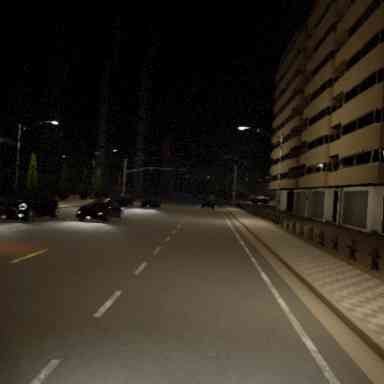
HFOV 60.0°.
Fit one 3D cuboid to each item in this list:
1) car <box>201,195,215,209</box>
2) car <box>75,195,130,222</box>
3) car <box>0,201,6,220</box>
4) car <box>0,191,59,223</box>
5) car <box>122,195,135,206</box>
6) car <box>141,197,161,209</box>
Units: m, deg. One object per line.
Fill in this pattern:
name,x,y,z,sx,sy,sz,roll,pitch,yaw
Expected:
car,2.380,1.668,49.922,2.128,1.511,4.902,4,0,2
car,-6.078,1.168,22.675,2.033,1.411,5.357,4,0,3
car,-6.843,1.042,7.671,1.882,1.535,5.008,4,0,3
car,-9.716,0.737,19.668,2.097,1.767,4.553,4,0,3
car,-8.534,1.073,41.181,1.895,1.301,4.718,4,0,3
car,-5.042,1.353,41.117,1.895,1.301,4.718,4,0,3
